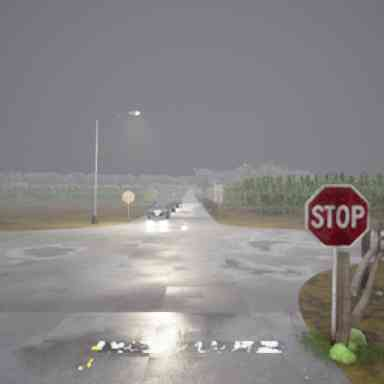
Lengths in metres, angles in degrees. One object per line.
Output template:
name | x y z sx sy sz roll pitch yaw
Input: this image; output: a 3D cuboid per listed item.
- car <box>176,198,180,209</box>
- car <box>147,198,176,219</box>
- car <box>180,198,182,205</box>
car | -2.873 1.681 39.944 2.033 1.411 5.357 0 0 0
car | -2.872 1.568 30.100 2.128 1.511 4.902 0 0 0
car | -2.869 1.799 49.996 1.895 1.301 4.718 0 0 0
